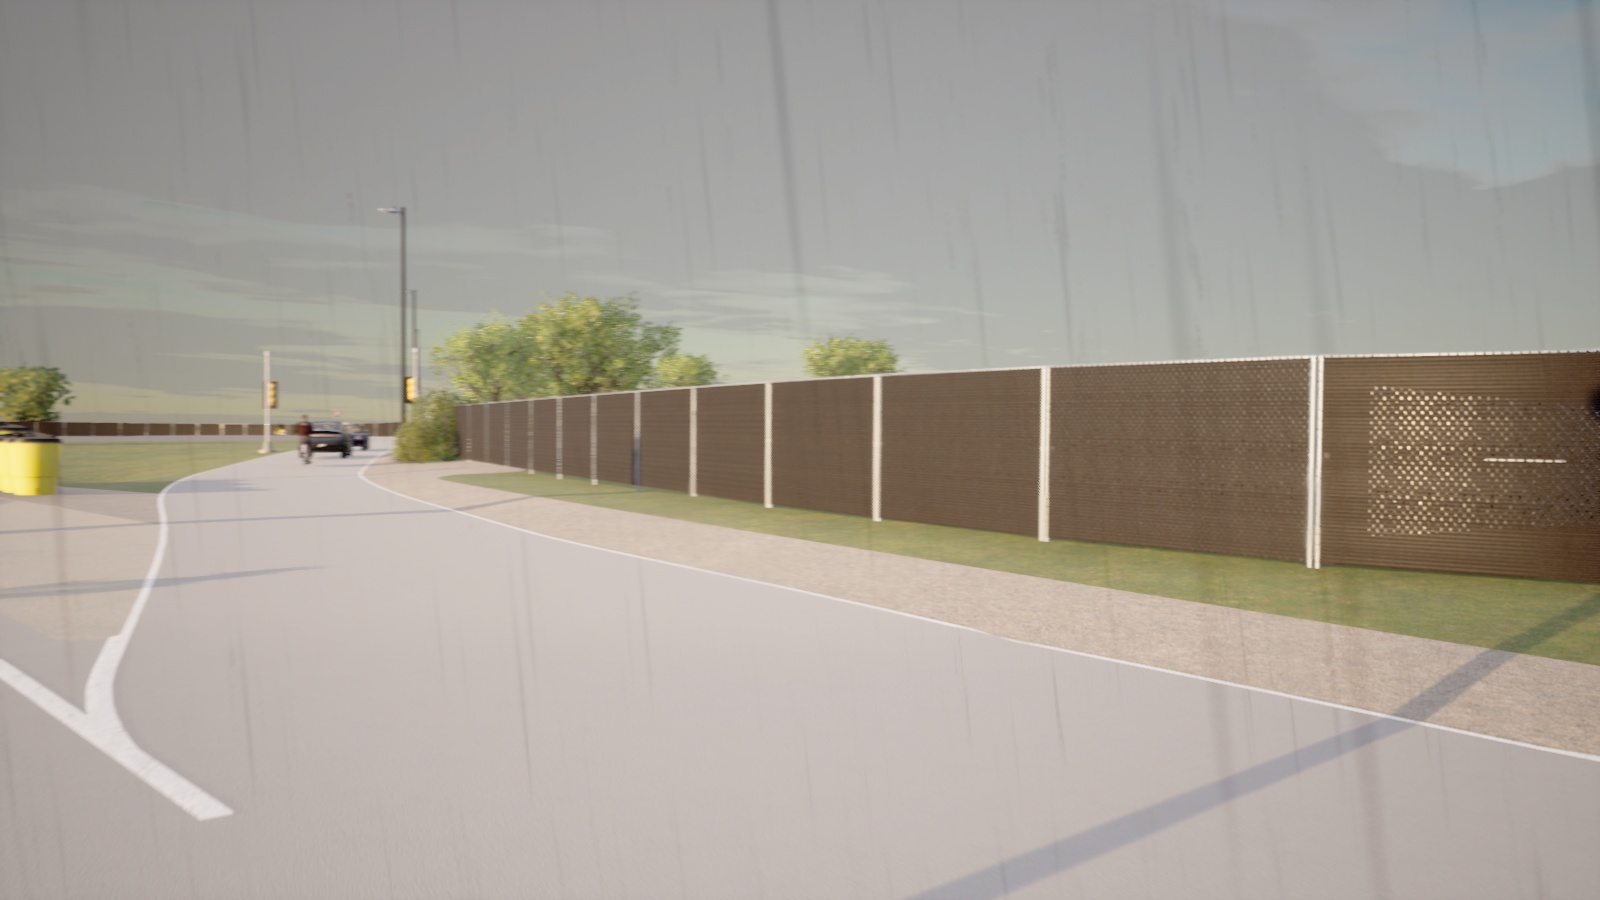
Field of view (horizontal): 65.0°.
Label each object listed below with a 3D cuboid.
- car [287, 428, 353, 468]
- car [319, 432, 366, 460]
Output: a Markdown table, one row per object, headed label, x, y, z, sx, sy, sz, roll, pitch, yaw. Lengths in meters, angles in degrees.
| label | x | y | z | sx | sy | sz | roll | pitch | yaw |
| --- | --- | --- | --- | --- | --- | --- | --- | --- | --- |
| car | -19.696 | -0.127 | 51.675 | 2.128 | 1.511 | 4.902 | -1 | 1 | -16 |
| car | -23.145 | -0.217 | 63.653 | 1.895 | 1.301 | 4.718 | -1 | 1 | -16 |
